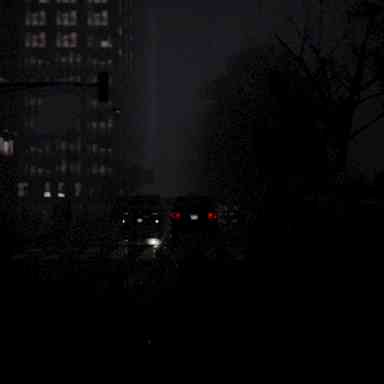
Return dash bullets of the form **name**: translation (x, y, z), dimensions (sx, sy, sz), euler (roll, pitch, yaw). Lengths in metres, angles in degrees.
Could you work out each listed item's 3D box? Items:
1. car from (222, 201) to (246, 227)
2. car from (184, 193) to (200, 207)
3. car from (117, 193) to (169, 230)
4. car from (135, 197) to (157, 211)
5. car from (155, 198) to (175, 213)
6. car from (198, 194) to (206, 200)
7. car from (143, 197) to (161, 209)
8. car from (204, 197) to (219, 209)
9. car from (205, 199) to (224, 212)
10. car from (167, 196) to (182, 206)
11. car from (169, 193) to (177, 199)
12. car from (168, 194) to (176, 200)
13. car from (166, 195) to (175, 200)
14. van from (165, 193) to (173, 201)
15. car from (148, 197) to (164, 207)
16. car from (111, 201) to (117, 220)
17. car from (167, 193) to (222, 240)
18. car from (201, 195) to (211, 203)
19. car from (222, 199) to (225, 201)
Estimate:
- **car**: translation (2.560, 1.505, 22.262), dimensions (2.008, 1.369, 4.403), euler (0, 0, 0)
- **car**: translation (-0.013, 1.113, 49.812), dimensions (2.150, 2.045, 5.566), euler (0, 0, 0)
- **car**: translation (-2.853, 1.180, 20.863), dimensions (2.150, 2.045, 5.566), euler (0, 0, 0)
- **car**: translation (-5.325, 1.358, 38.903), dimensions (1.967, 1.590, 4.097), euler (0, 0, 0)
- **car**: translation (-2.852, 1.427, 36.378), dimensions (1.837, 1.490, 4.892), euler (0, 0, 0)
- **car**: translation (2.541, 1.229, 88.805), dimensions (1.967, 1.590, 4.097), euler (0, 0, 0)
- **car**: translation (-5.327, 1.449, 44.448), dimensions (1.887, 1.381, 4.507), euler (0, 0, 0)
- **car**: translation (2.553, 1.429, 44.613), dimensions (1.752, 1.417, 4.829), euler (0, 0, 0)
- **car**: translation (2.555, 1.483, 38.898), dimensions (1.947, 1.339, 4.313), euler (0, 0, 0)
- **car**: translation (-2.765, 1.412, 54.369), dimensions (2.128, 1.511, 4.902), euler (0, 0, 0)
- **car**: translation (-5.341, 1.213, 94.353), dimensions (1.967, 1.590, 4.097), euler (0, 0, 0)
- **car**: translation (-5.339, 1.229, 88.808), dimensions (1.967, 1.590, 4.097), euler (0, 0, 0)
- **car**: translation (-5.338, 1.355, 83.263), dimensions (2.008, 1.369, 4.403), euler (0, 0, 0)
- **van**: translation (-5.336, 1.161, 77.718), dimensions (1.690, 1.788, 3.998), euler (0, 0, 0)
- **car**: translation (-5.328, 1.457, 49.993), dimensions (1.947, 1.339, 4.313), euler (0, 0, 0)
- **car**: translation (-5.322, 1.258, 27.813), dimensions (2.192, 1.841, 5.009), euler (0, 0, 0)
- **car**: translation (0.095, 1.187, 16.985), dimensions (2.150, 2.045, 5.566), euler (0, 0, 0)
- **car**: translation (2.732, 1.357, 65.502), dimensions (1.837, 1.490, 4.892), euler (0, 0, 0)
- **car**: translation (2.557, 1.370, 33.352), dimensions (1.967, 1.590, 4.097), euler (0, 0, 0)
